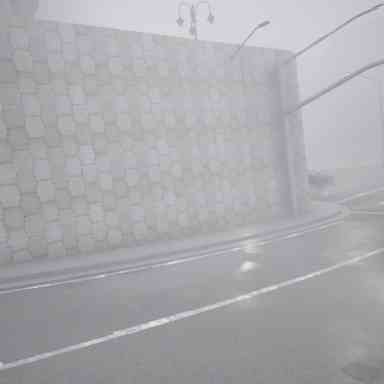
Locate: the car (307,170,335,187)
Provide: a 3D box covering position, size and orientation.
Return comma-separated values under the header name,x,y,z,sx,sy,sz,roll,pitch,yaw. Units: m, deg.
name,x,y,z,sx,sy,sz,roll,pitch,yaw
car,11.029,-1.315,31.322,1.812,1.442,4.674,-11,7,-35
